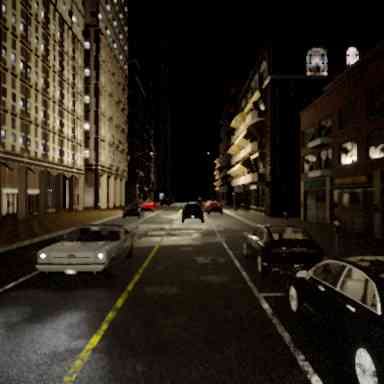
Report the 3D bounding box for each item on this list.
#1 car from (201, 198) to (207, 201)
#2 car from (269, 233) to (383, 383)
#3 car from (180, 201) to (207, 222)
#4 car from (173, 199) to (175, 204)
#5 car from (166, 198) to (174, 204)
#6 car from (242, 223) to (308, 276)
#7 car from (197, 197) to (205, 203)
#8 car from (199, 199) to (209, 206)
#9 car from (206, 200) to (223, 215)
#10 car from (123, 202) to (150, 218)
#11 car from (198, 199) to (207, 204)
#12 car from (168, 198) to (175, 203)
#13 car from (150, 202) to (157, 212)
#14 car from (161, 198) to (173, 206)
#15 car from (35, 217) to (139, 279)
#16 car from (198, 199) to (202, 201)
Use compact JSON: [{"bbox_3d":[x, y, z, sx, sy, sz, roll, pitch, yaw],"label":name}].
[{"bbox_3d":[2.635,1.853,44.394,1.967,1.590,4.097,0,-1,0],"label":"car"},{"bbox_3d":[2.686,1.596,4.855,2.008,1.369,4.403,0,-1,0],"label":"car"},{"bbox_3d":[0.064,1.772,29.126,1.837,1.490,4.892,0,-1,0],"label":"car"},{"bbox_3d":[-5.796,2.350,83.919,2.008,1.369,4.403,0,-1,0],"label":"car"},{"bbox_3d":[-5.804,2.298,89.570,1.967,1.590,4.097,0,-1,0],"label":"car"},{"bbox_3d":[2.679,1.647,10.502,2.008,1.369,4.403,0,-1,0],"label":"car"},{"bbox_3d":[2.570,2.356,95.228,1.967,1.590,4.097,0,-1,0],"label":"car"},{"bbox_3d":[2.599,2.253,72.634,1.947,1.339,4.313,0,-1,0],"label":"car"},{"bbox_3d":[2.642,1.941,38.744,1.802,1.307,4.206,0,-1,0],"label":"car"},{"bbox_3d":[-5.730,1.856,33.085,2.008,1.369,4.403,0,-1,0],"label":"car"},{"bbox_3d":[2.584,2.351,83.931,2.008,1.369,4.403,0,-1,0],"label":"car"},{"bbox_3d":[-5.810,2.439,95.046,1.752,1.417,4.829,0,-1,0],"label":"car"},{"bbox_3d":[-5.745,1.957,44.382,1.887,1.381,4.507,0,-1,0],"label":"car"},{"bbox_3d":[-5.782,2.252,72.623,1.947,1.339,4.313,0,-1,0],"label":"car"},{"bbox_3d":[-3.013,1.697,10.468,1.895,1.301,4.718,0,-1,0],"label":"car"},{"bbox_3d":[0.043,1.987,45.585,1.994,1.385,4.181,0,-1,0],"label":"car"}]
